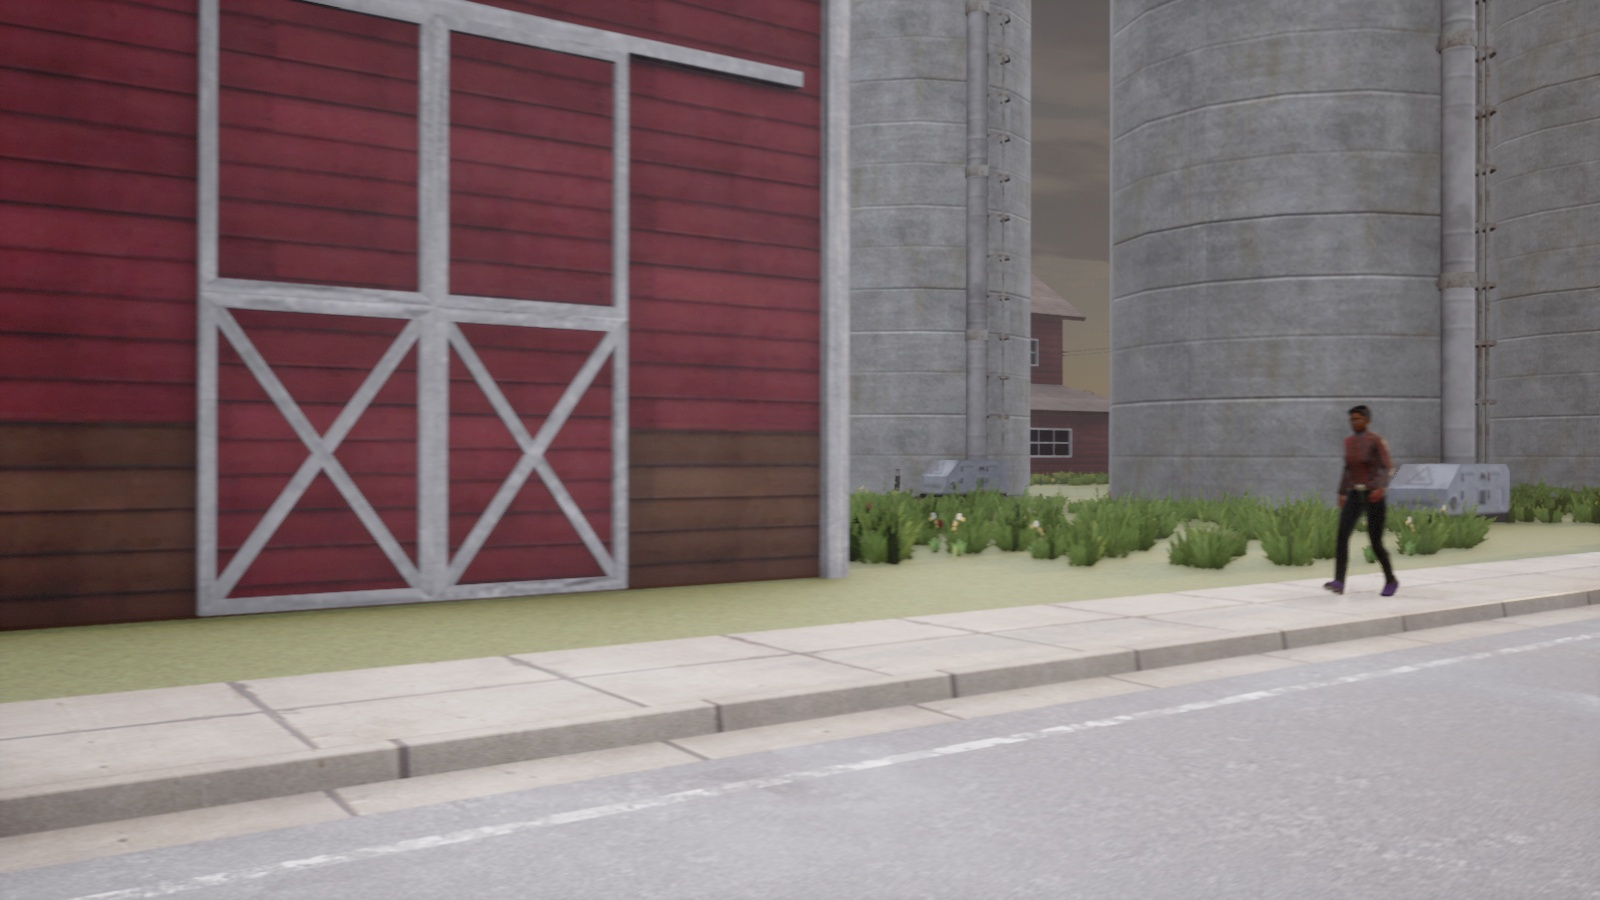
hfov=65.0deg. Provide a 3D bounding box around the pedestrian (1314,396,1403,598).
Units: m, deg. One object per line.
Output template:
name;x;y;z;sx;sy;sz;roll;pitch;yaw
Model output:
pedestrian;5.162;0.418;11.605;0.869;1.805;0.328;0;0;-33
